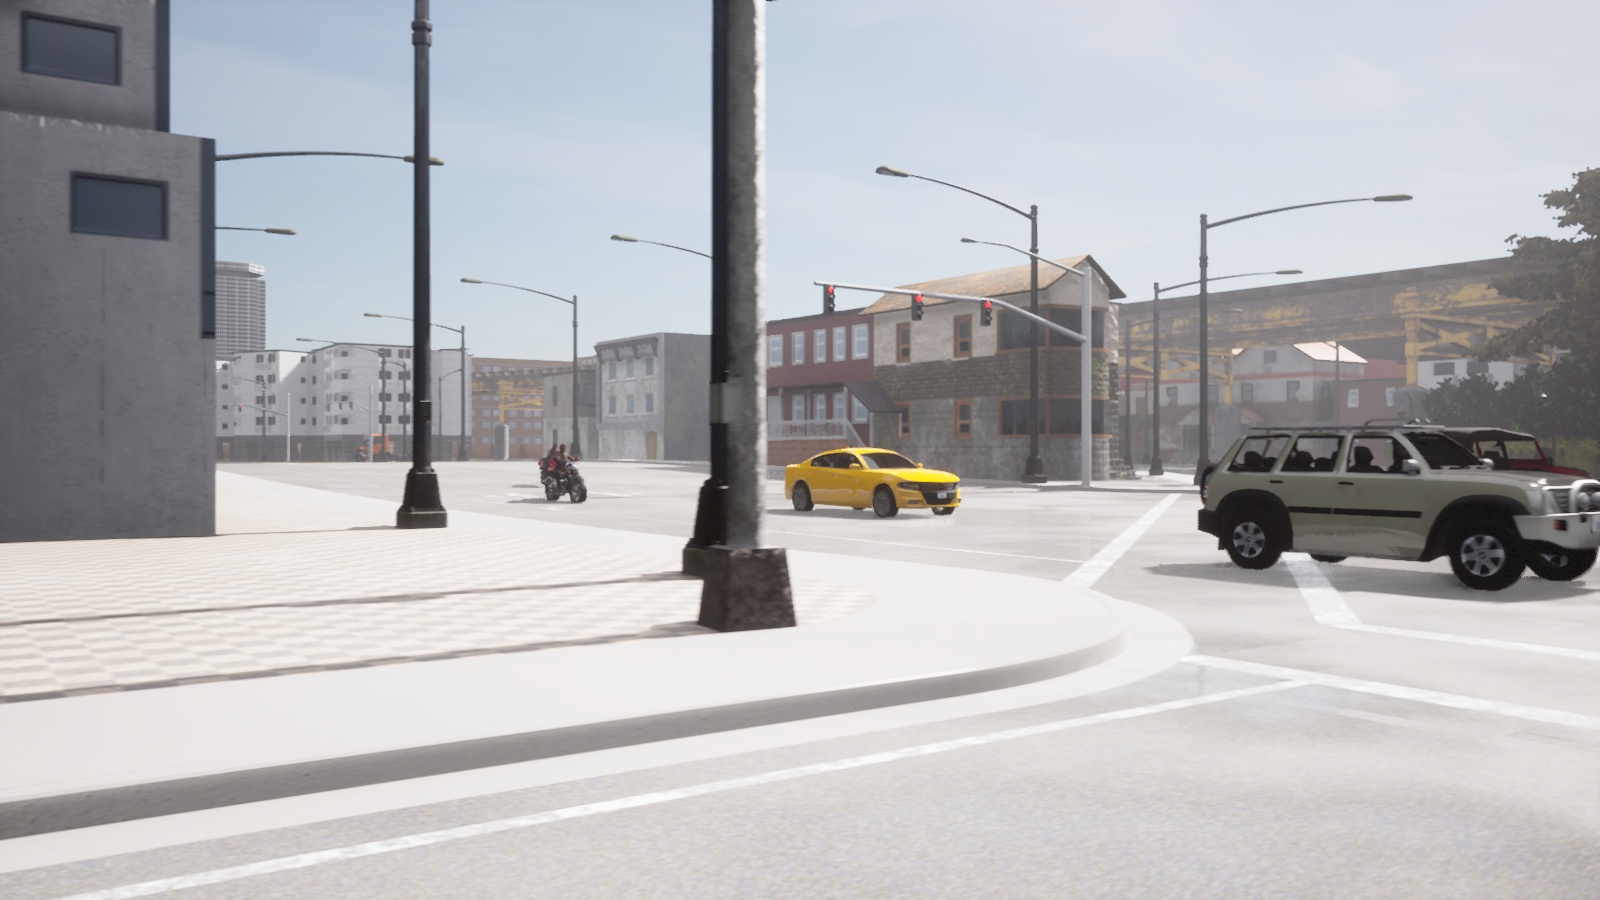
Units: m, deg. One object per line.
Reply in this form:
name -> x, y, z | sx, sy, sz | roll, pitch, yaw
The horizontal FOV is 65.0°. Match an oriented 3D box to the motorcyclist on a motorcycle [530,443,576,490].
motorcyclist on a motorcycle -> -8.473, 0.538, 43.001 | 0.797, 1.523, 2.044 | 0, 1, -35

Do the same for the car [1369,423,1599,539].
car -> 12.141, 0.488, 21.892 | 3.866, 1.878, 1.905 | 0, 0, -23

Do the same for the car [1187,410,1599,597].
car -> 7.126, 0.533, 14.907 | 1.932, 1.855, 4.605 | 0, 0, -35

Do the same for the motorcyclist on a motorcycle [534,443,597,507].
motorcyclist on a motorcycle -> -6.352, 0.646, 33.947 | 0.766, 1.649, 2.350 | 0, 1, -35

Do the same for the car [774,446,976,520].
car -> 1.602, 0.681, 28.769 | 1.882, 1.535, 5.008 | 0, 0, -35
